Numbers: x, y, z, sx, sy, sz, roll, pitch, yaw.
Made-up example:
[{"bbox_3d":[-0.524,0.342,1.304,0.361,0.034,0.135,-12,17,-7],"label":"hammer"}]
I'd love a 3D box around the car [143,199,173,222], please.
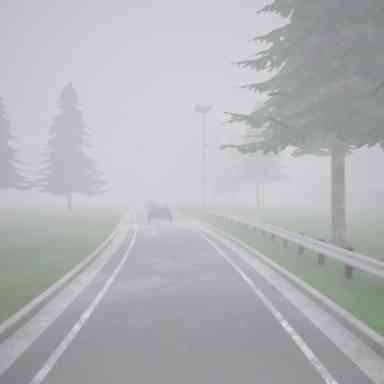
[{"bbox_3d":[-2.654,1.530,26.528,2.128,1.511,4.902,0,0,-10],"label":"car"}]

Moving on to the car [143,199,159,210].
[{"bbox_3d":[-5.418,1.629,44.147,1.994,1.385,4.181,0,0,-7],"label":"car"}]
